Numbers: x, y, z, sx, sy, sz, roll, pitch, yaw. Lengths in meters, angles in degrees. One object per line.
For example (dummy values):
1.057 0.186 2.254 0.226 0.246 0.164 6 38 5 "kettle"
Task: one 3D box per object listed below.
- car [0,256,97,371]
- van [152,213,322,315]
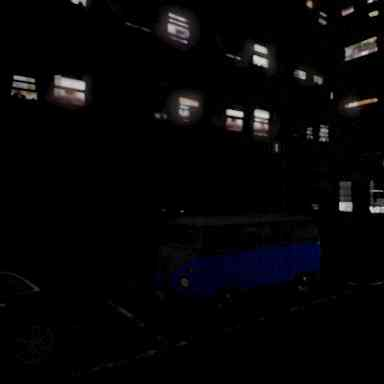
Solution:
-3.434 1.546 4.082 4.403 1.369 2.008 1 -1 -35 "car"
1.127 1.385 7.337 3.998 1.788 1.690 1 -1 -35 "van"
